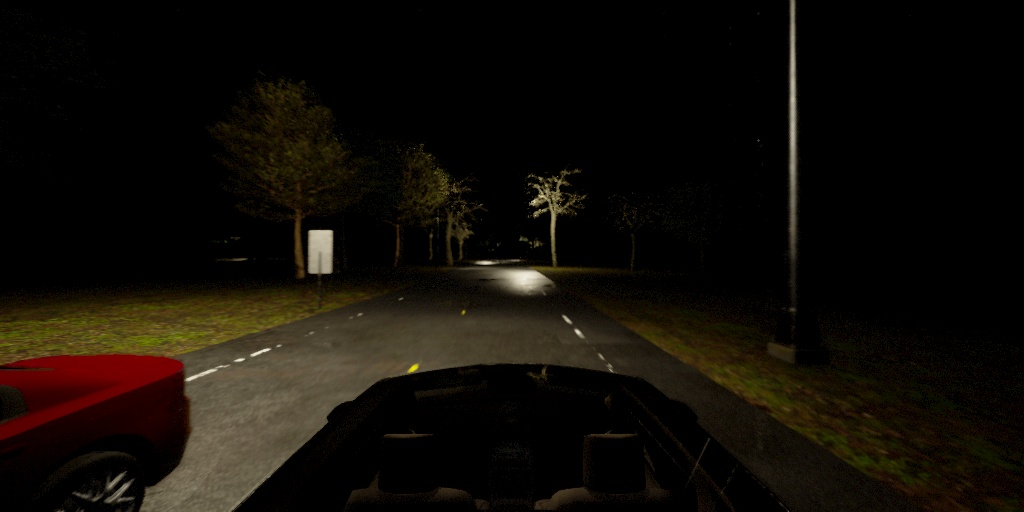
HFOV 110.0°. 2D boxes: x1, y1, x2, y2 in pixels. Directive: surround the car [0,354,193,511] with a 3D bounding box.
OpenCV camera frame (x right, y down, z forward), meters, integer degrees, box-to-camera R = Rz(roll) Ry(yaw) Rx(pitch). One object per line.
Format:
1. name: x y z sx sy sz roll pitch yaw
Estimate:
1. car: -3.598 1.224 0.849 1.882 1.535 5.008 0 0 0
